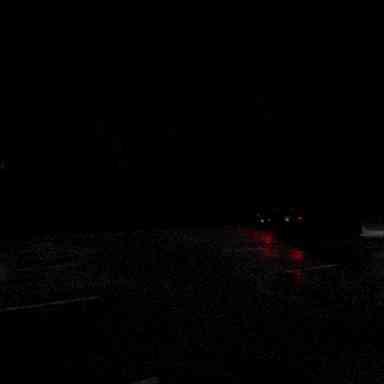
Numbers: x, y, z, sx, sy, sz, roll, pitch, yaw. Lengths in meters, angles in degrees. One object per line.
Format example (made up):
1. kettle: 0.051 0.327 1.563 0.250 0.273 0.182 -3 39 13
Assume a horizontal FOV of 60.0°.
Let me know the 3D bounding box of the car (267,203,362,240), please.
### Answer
1. car: 6.477 1.358 16.988 4.553 1.767 2.097 0 0 -26

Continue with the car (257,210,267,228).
1. car: 6.240 1.532 20.782 4.674 1.442 1.812 0 0 -26
